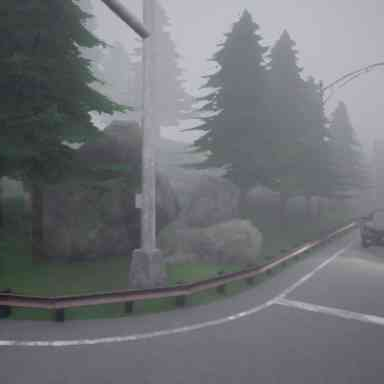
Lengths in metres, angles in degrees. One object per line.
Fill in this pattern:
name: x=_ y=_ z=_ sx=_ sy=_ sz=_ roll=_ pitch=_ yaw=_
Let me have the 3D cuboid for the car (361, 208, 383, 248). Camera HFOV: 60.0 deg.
car: x=8.402 y=1.438 z=13.961 sx=1.882 sy=1.535 sz=5.008 roll=1 pitch=1 yaw=35
